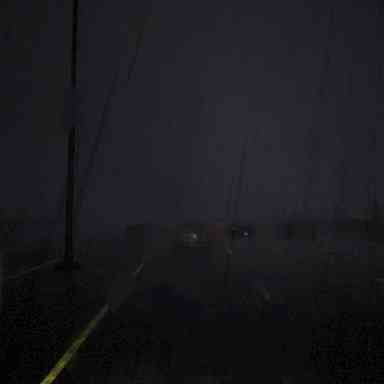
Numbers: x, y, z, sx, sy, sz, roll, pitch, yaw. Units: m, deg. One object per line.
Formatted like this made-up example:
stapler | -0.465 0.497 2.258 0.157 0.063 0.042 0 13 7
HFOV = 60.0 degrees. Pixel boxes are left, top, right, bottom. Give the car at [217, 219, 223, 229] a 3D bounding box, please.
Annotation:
car | 3.610 4.141 42.536 1.882 1.535 5.008 0 -4 0

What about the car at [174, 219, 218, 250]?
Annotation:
car | 0.104 2.294 17.898 1.994 1.385 4.181 0 -4 0

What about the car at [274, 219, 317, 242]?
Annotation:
car | 7.105 2.639 23.235 2.128 1.511 4.902 0 -5 0

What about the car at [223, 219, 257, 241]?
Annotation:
car | 3.605 2.778 24.559 1.812 1.442 4.674 0 -4 0

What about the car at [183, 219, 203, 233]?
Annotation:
car | 0.108 3.689 36.591 2.128 1.511 4.902 0 -4 0
